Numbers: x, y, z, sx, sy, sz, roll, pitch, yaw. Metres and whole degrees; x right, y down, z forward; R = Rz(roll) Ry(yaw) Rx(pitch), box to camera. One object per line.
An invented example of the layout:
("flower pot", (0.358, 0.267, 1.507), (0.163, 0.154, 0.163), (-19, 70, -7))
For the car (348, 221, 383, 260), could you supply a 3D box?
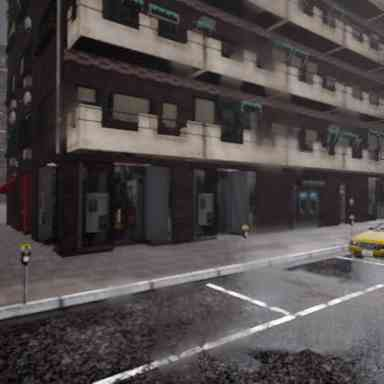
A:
("car", (7.075, 1.444, 11.091), (4.829, 1.417, 1.752), (0, 1, -35))
